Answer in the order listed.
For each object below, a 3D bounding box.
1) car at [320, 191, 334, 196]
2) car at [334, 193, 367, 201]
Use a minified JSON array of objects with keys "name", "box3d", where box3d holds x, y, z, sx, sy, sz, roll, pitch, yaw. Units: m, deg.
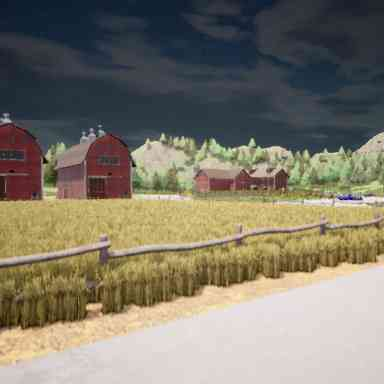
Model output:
[{"name":"car","box3d":[36.008,0.797,87.130,1.932,1.855,4.605,0,0,-36]},{"name":"car","box3d":[32.509,1.062,68.161,2.242,1.667,4.611,0,0,-36]}]
